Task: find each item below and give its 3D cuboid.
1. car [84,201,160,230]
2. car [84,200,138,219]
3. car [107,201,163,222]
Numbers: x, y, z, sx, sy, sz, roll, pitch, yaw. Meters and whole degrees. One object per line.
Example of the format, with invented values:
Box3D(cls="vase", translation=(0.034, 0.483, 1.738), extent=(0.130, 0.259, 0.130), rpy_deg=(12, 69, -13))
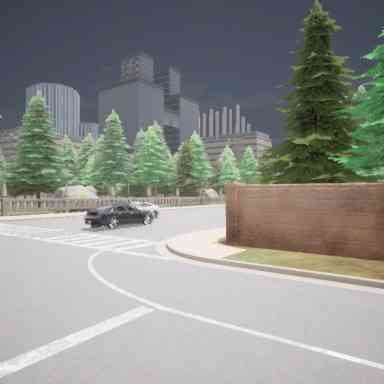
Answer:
Box3D(cls="car", translation=(-4.547, 1.505, 21.330), extent=(1.837, 1.490, 4.892), rpy_deg=(0, 0, 36))
Box3D(cls="car", translation=(-7.164, 1.526, 29.973), extent=(1.812, 1.442, 4.674), rpy_deg=(0, 0, 35))
Box3D(cls="car", translation=(-4.582, 1.526, 27.562), extent=(1.812, 1.442, 4.674), rpy_deg=(0, 0, 35))
